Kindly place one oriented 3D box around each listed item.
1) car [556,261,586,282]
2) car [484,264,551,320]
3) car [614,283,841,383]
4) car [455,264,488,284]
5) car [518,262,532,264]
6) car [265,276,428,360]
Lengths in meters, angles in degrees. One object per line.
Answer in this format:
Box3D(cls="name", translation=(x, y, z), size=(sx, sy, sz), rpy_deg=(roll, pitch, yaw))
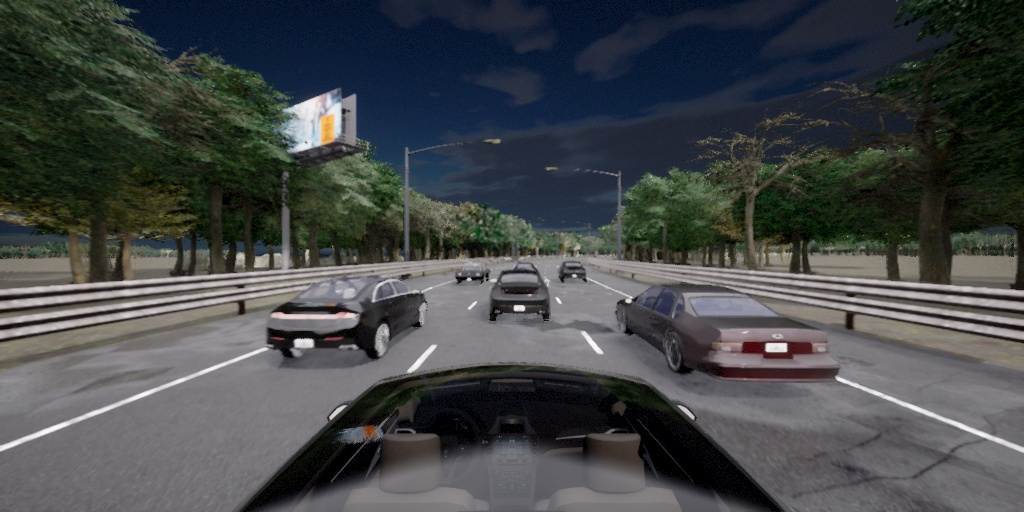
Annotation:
Box3D(cls="car", translation=(4.478, 1.124, 27.153), size=(1.837, 1.490, 4.892), rpy_deg=(0, 0, 4))
Box3D(cls="car", translation=(0.276, 1.196, 12.364), size=(1.837, 1.490, 4.892), rpy_deg=(0, 0, 2))
Box3D(cls="car", translation=(3.638, 1.271, 7.370), size=(2.033, 1.411, 5.357), rpy_deg=(0, 0, 1))
Box3D(cls="car", translation=(-2.648, 1.219, 25.502), size=(1.895, 1.301, 4.718), rpy_deg=(0, 0, 4))
Box3D(cls="car", translation=(1.009, 1.176, 27.716), size=(1.994, 1.385, 4.181), rpy_deg=(0, 0, 4))
Box3D(cls="car", translation=(-3.337, 1.201, 8.268), size=(2.128, 1.511, 4.902), rpy_deg=(0, 0, 1))
